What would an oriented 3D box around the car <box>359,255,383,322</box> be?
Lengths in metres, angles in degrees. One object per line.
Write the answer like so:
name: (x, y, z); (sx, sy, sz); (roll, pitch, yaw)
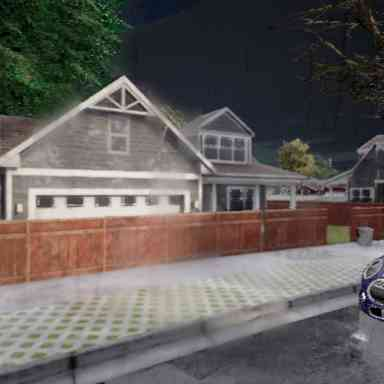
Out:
car: (5.149, 1.341, 5.981); (4.553, 1.767, 2.097); (0, 0, -29)
